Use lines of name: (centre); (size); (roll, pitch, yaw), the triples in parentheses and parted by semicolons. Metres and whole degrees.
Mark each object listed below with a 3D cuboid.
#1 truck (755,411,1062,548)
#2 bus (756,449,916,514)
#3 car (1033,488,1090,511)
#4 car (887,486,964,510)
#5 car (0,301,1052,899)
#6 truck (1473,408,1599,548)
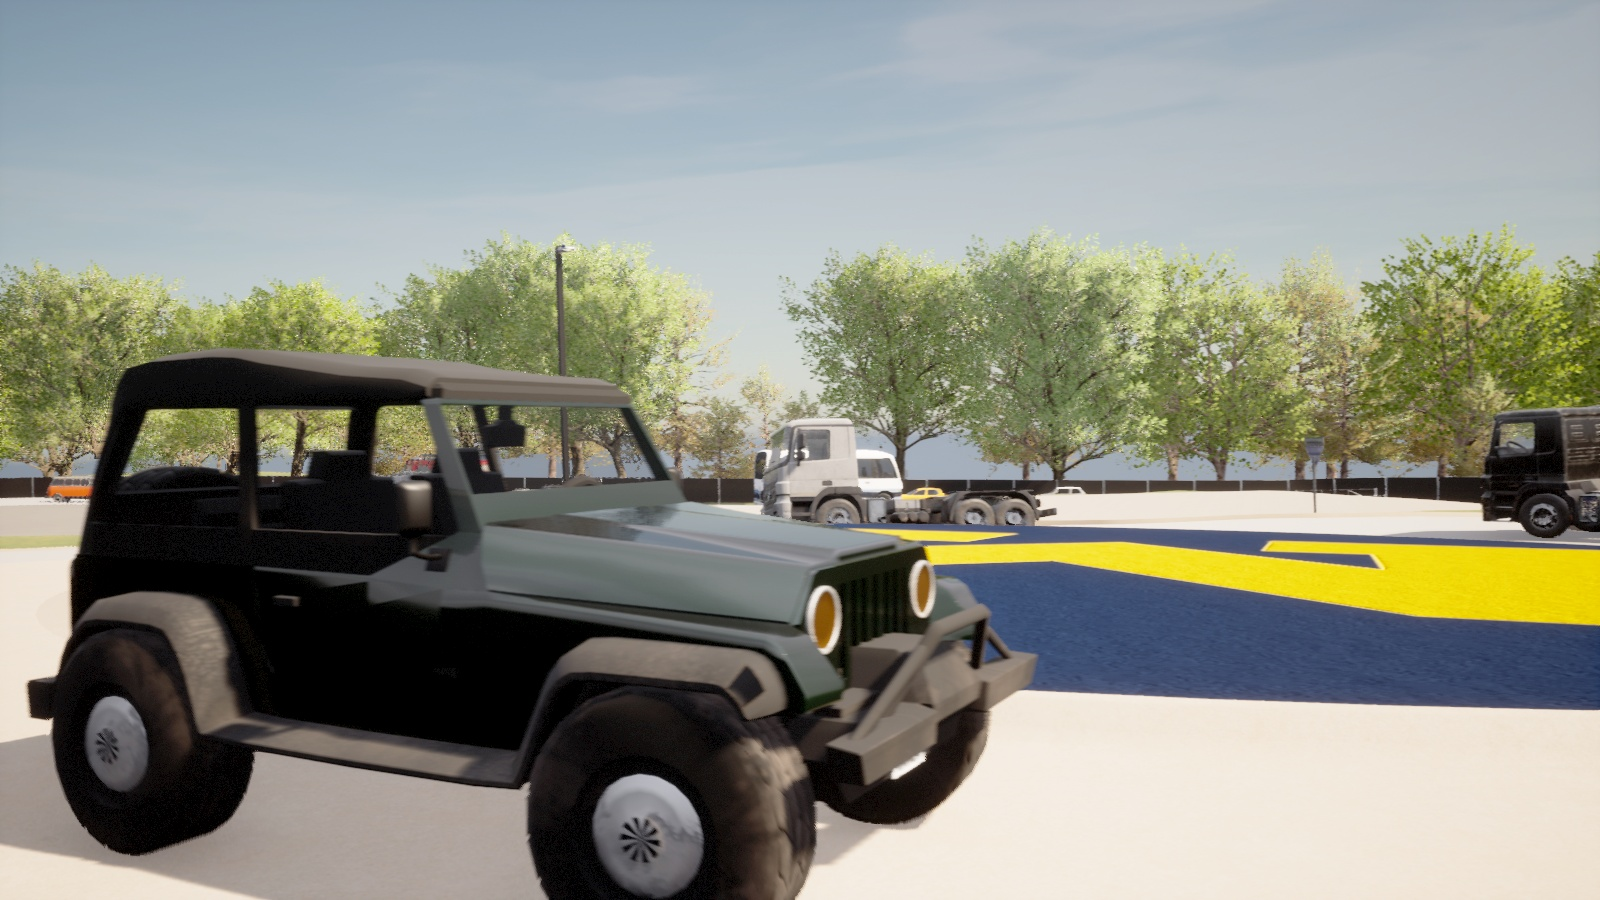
truck: (2.945, 0.885, 35.088); (7.936, 3.462, 2.891); (0, -7, -12)
bus: (2.431, 2.119, 86.454); (10.273, 4.253, 3.944); (0, 0, -18)
car: (18.308, 3.437, 87.942); (3.806, 1.475, 1.970); (0, 1, 14)
car: (8.937, 3.422, 89.854); (5.366, 1.575, 1.801); (0, 1, 0)
car: (-1.179, 0.526, 4.931); (3.866, 1.878, 1.905); (1, 1, 27)
truck: (21.483, 0.662, 31.186); (2.891, 3.462, 7.936); (-2, 1, -33)
